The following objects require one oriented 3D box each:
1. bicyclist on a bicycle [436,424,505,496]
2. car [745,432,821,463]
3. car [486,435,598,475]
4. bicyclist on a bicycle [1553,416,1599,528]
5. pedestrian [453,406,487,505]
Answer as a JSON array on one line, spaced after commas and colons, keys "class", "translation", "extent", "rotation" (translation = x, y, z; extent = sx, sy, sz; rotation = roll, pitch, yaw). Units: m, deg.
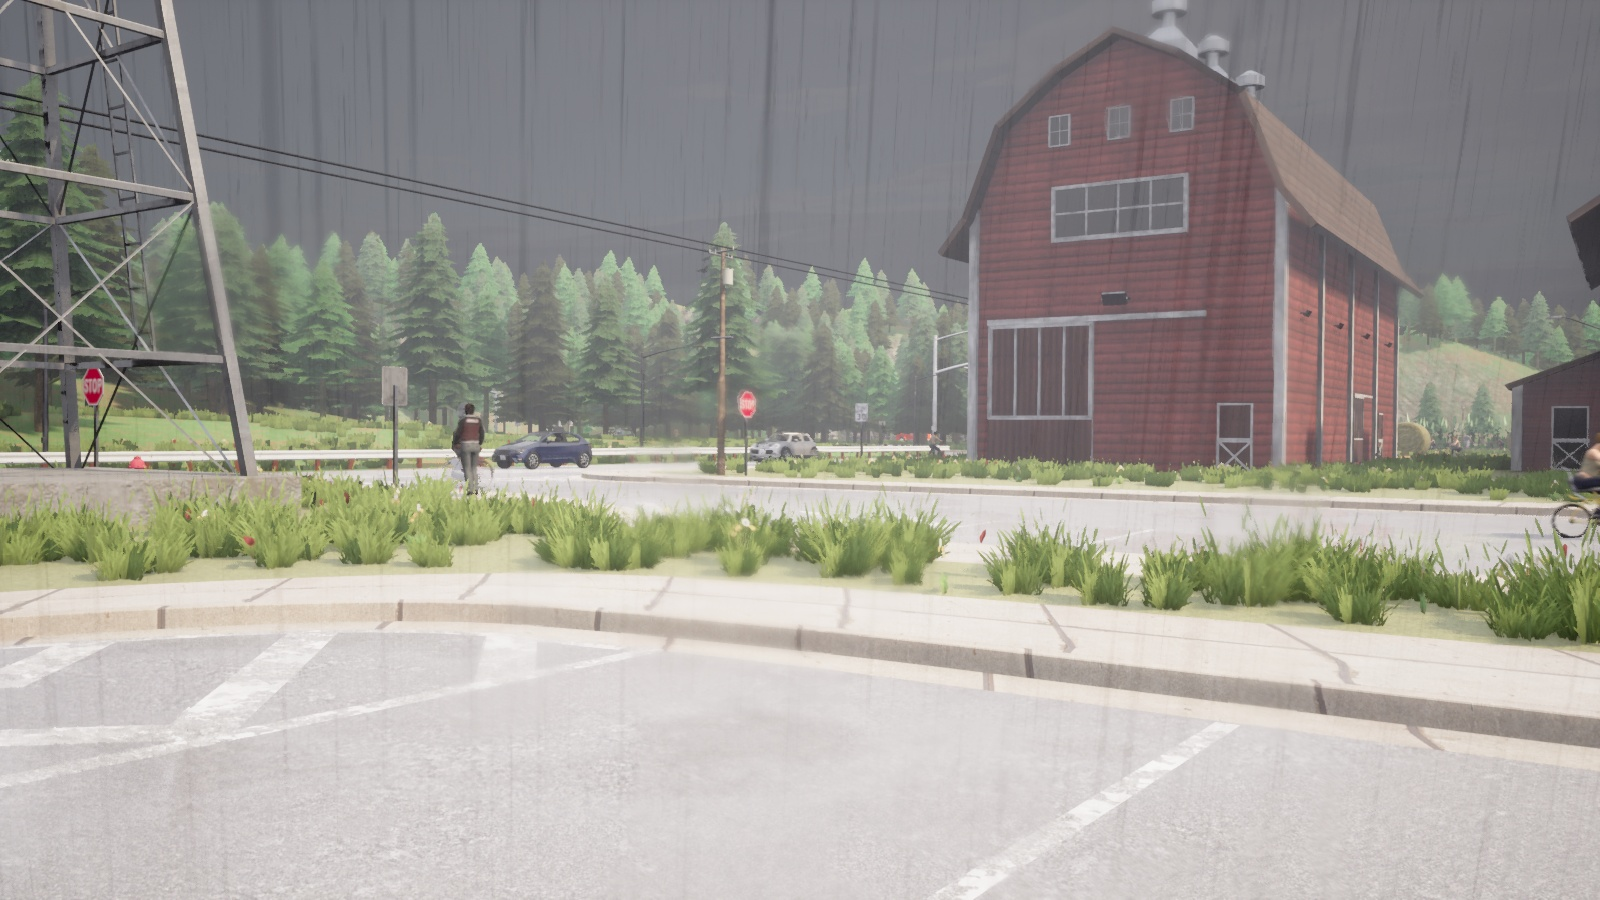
[{"class": "bicyclist on a bicycle", "translation": [-8.317, 0.244, 31.705], "extent": [1.843, 1.776, 0.659], "rotation": [0, 0, 36]}, {"class": "car", "translation": [-0.818, -0.147, 62.316], "extent": [1.970, 1.475, 3.806], "rotation": [0, 1, 34]}, {"class": "car", "translation": [-9.974, 0.169, 48.828], "extent": [1.816, 1.474, 4.193], "rotation": [0, 1, 34]}, {"class": "bicyclist on a bicycle", "translation": [11.910, 0.309, 18.356], "extent": [1.509, 1.612, 0.866], "rotation": [0, 1, 33]}, {"class": "pedestrian", "translation": [-6.537, 0.106, 24.888], "extent": [0.402, 1.930, 0.666], "rotation": [-1, 1, -37]}]
